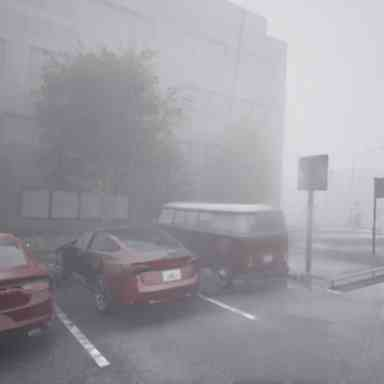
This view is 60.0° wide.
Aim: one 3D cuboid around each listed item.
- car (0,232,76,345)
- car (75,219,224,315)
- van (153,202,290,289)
[{"bbox_3d":[-3.998,1.479,6.115,2.097,1.535,5.008,0,0,-36],"label":"car"},{"bbox_3d":[-1.710,1.518,7.784,2.163,1.488,4.792,0,0,-36],"label":"car"},{"bbox_3d":[0.510,1.295,9.474,1.878,1.987,4.442,1,0,-35],"label":"van"}]
